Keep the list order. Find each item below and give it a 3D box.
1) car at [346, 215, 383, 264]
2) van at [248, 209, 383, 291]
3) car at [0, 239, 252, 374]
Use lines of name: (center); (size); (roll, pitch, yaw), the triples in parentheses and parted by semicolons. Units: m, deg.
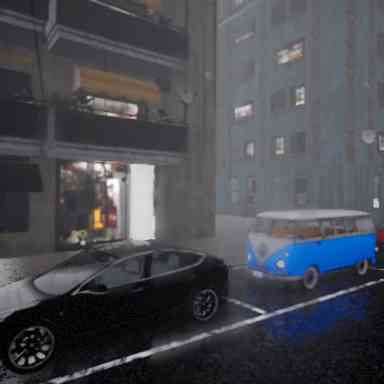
car: (7.723, 1.596, 12.052); (4.507, 1.381, 1.887); (0, 0, -35)
van: (3.227, 1.371, 8.846); (3.998, 1.788, 1.690); (0, 0, -35)
car: (-1.274, 1.574, 5.642); (4.313, 1.339, 1.947); (0, 0, -35)
